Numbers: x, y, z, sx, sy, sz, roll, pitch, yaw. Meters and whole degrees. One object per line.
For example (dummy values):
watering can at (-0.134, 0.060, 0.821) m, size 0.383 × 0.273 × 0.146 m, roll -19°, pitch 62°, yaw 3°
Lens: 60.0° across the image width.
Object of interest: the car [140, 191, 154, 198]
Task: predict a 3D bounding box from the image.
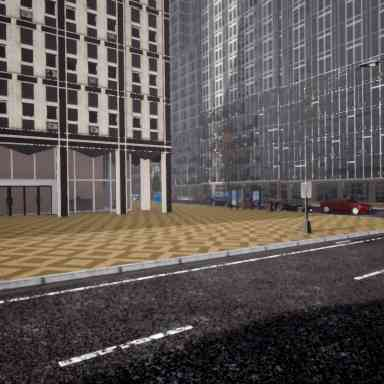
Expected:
car at (-11.140, 0.686, 82.175) m, size 1.967 × 1.590 × 4.097 m, roll 0°, pitch 1°, yaw -34°

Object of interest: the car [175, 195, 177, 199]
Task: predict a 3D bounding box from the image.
car at (-4.721, 0.936, 72.796) m, size 1.802 × 1.307 × 4.206 m, roll 0°, pitch 1°, yaw -34°

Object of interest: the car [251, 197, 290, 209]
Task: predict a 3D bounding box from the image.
car at (9.695, 1.363, 41.463) m, size 1.895 × 1.301 × 4.718 m, roll -1°, pitch 1°, yaw -35°

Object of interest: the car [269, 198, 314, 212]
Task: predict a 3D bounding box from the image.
car at (10.721, 1.424, 35.157) m, size 1.947 × 1.339 × 4.313 m, roll 0°, pitch 1°, yaw -34°

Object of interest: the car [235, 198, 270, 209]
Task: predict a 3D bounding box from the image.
car at (7.526, 1.388, 39.860) m, size 1.802 × 1.307 × 4.206 m, roll 0°, pitch 1°, yaw -34°

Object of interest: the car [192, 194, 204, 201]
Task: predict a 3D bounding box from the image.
car at (1.698, 1.043, 63.414) m, size 1.802 × 1.307 × 4.206 m, roll 0°, pitch 1°, yaw -34°

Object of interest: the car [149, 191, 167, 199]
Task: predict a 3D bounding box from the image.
car at (-7.930, 0.615, 77.483) m, size 2.192 × 1.841 × 5.009 m, roll 0°, pitch 1°, yaw -34°

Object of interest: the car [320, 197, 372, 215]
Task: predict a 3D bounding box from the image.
car at (15.299, 1.330, 33.255) m, size 1.882 × 1.535 × 5.008 m, roll -1°, pitch 1°, yaw -34°

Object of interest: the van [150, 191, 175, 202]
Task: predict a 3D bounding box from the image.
van at (-5.218, 0.937, 58.681) m, size 1.690 × 1.788 × 3.998 m, roll 0°, pitch 1°, yaw -34°

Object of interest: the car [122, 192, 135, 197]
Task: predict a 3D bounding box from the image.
car at (-17.558, 0.688, 91.558) m, size 2.008 × 1.369 × 4.403 m, roll 0°, pitch 1°, yaw -34°

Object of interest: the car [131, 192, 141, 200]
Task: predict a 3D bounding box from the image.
car at (-11.637, 1.039, 68.065) m, size 2.008 × 1.369 × 4.403 m, roll 0°, pitch 1°, yaw -34°

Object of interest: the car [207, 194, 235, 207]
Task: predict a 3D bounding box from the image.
car at (4.365, 1.319, 44.583) m, size 1.947 × 1.339 × 4.313 m, roll 0°, pitch 1°, yaw -34°

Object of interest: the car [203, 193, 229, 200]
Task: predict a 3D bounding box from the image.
car at (4.114, 1.235, 49.637) m, size 1.994 × 1.385 × 4.181 m, roll -1°, pitch 1°, yaw -34°
